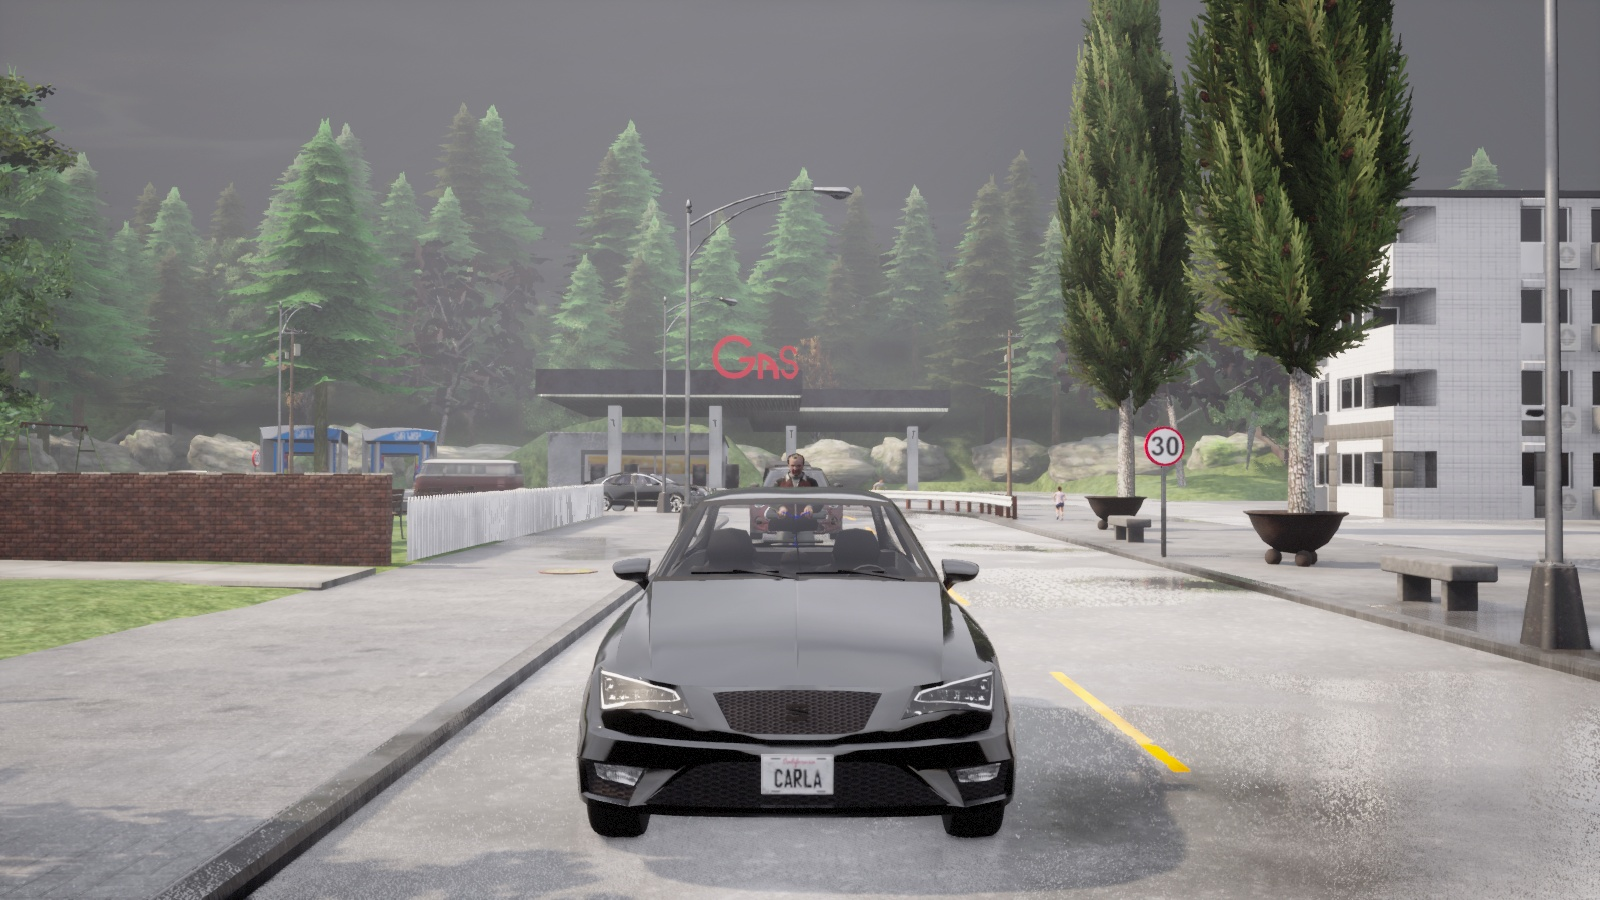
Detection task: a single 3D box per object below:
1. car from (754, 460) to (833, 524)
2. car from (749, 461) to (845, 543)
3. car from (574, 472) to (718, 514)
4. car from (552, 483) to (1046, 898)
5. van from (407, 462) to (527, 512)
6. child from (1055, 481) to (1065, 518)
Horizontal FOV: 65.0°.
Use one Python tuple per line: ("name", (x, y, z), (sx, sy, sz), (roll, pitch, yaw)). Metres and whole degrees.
("car", (-0.251, 1.265, 38.982), (1.905, 1.878, 3.866), (0, -1, -9))
("car", (-0.079, 1.171, 29.706), (2.097, 1.767, 4.553), (0, -1, 0))
("car", (-5.692, 1.575, 46.617), (4.902, 1.511, 2.128), (0, -1, 14))
("car", (-0.018, 0.941, 6.728), (1.816, 1.474, 4.193), (0, -1, 0))
("van", (-13.569, 1.481, 51.286), (4.442, 1.987, 1.775), (0, -1, 0))
("child", (7.887, 1.511, 38.107), (0.255, 1.110, 0.394), (0, -1, 8))
